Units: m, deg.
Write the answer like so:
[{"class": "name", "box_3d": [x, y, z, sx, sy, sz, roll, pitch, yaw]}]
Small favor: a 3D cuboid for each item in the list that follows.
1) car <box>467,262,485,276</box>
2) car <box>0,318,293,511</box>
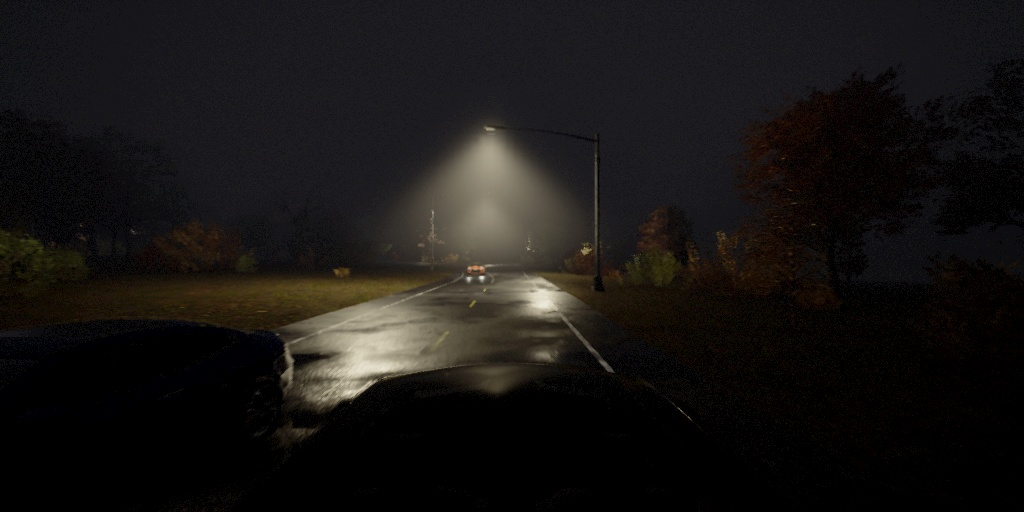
[{"class": "car", "box_3d": [-4.502, 1.517, 44.725, 2.097, 1.767, 4.553, 0, -1, -6]}, {"class": "car", "box_3d": [-3.602, 1.284, 2.608, 1.812, 1.442, 4.674, 0, -1, 0]}]
